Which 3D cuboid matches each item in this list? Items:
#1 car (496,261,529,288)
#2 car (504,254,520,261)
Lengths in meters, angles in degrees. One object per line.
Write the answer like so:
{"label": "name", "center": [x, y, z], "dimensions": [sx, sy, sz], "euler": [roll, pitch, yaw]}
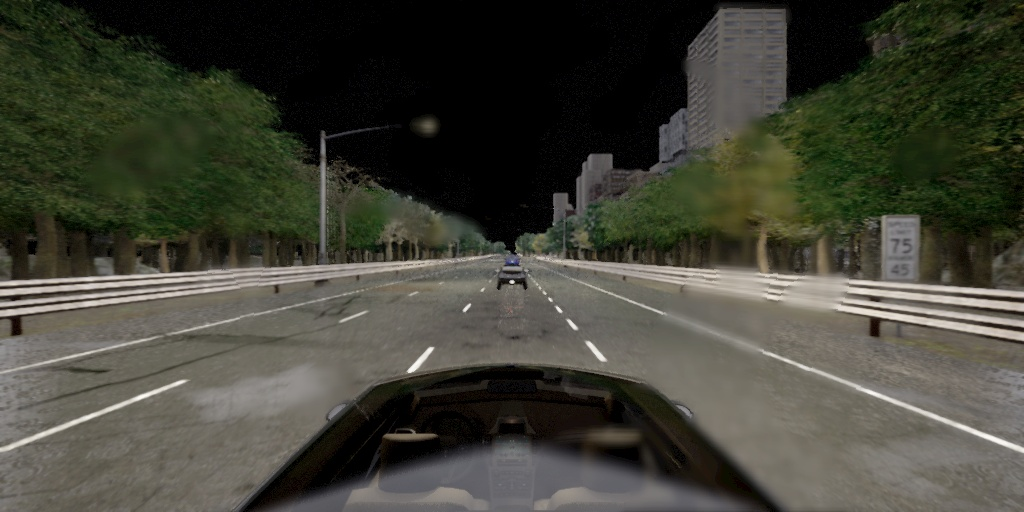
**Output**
{"label": "car", "center": [0.013, 1.266, 23.623], "dimensions": [1.837, 1.490, 4.892], "euler": [0, 0, 0]}
{"label": "car", "center": [0.033, 0.953, 54.459], "dimensions": [2.150, 2.045, 5.566], "euler": [0, 0, 0]}
